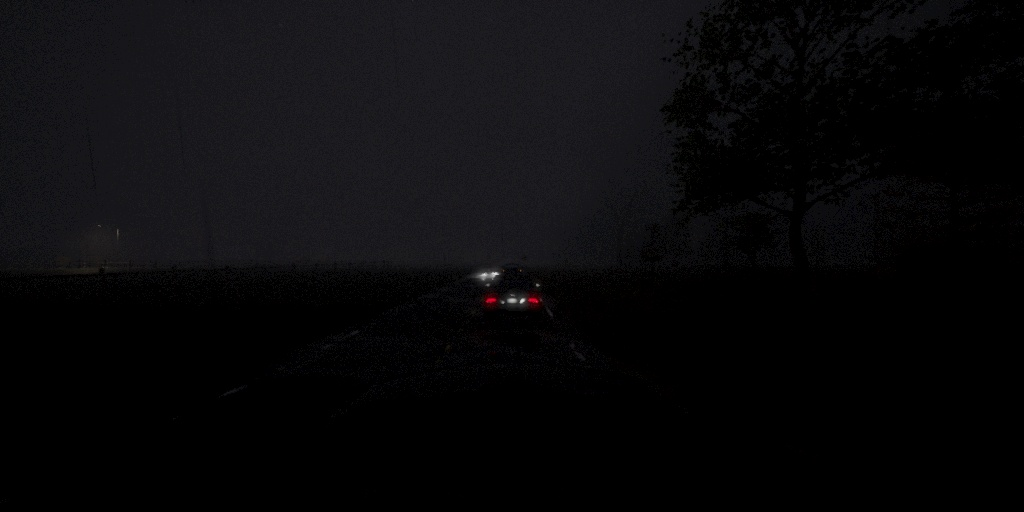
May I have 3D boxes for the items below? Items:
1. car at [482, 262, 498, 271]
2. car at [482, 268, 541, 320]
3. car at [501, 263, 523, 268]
[{"bbox_3d":[-2.913,1.474,47.287,1.895,1.301,4.718,0,0,0],"label":"car"},{"bbox_3d":[0.021,1.331,12.750,2.033,1.411,5.357,0,0,0],"label":"car"},{"bbox_3d":[0.010,1.362,32.253,1.812,1.442,4.674,0,0,0],"label":"car"}]
